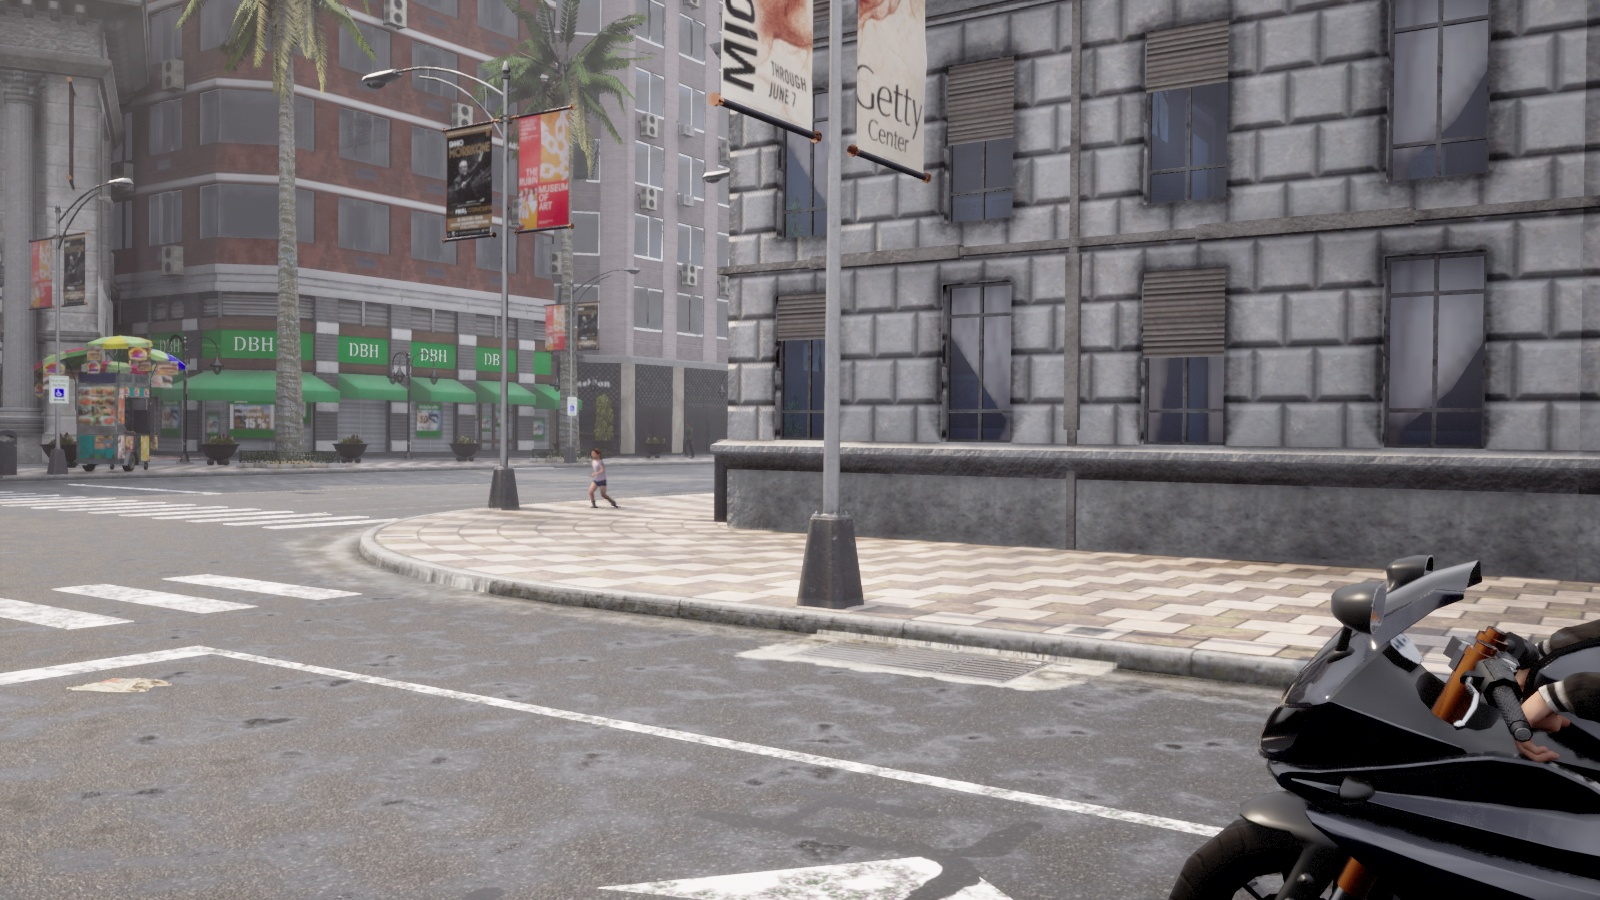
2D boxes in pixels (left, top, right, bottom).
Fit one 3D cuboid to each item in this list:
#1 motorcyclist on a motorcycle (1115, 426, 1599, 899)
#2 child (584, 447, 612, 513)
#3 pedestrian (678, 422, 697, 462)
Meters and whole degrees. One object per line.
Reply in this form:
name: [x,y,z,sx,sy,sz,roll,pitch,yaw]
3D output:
motorcyclist on a motorcycle: [1.824,0.717,2.412,2.191,1.530,0.866,0,1,34]
child: [-3.435,0.507,21.378,0.255,1.110,0.394,0,1,39]
pedestrian: [-5.442,-0.391,60.640,0.423,1.949,0.788,0,1,45]
